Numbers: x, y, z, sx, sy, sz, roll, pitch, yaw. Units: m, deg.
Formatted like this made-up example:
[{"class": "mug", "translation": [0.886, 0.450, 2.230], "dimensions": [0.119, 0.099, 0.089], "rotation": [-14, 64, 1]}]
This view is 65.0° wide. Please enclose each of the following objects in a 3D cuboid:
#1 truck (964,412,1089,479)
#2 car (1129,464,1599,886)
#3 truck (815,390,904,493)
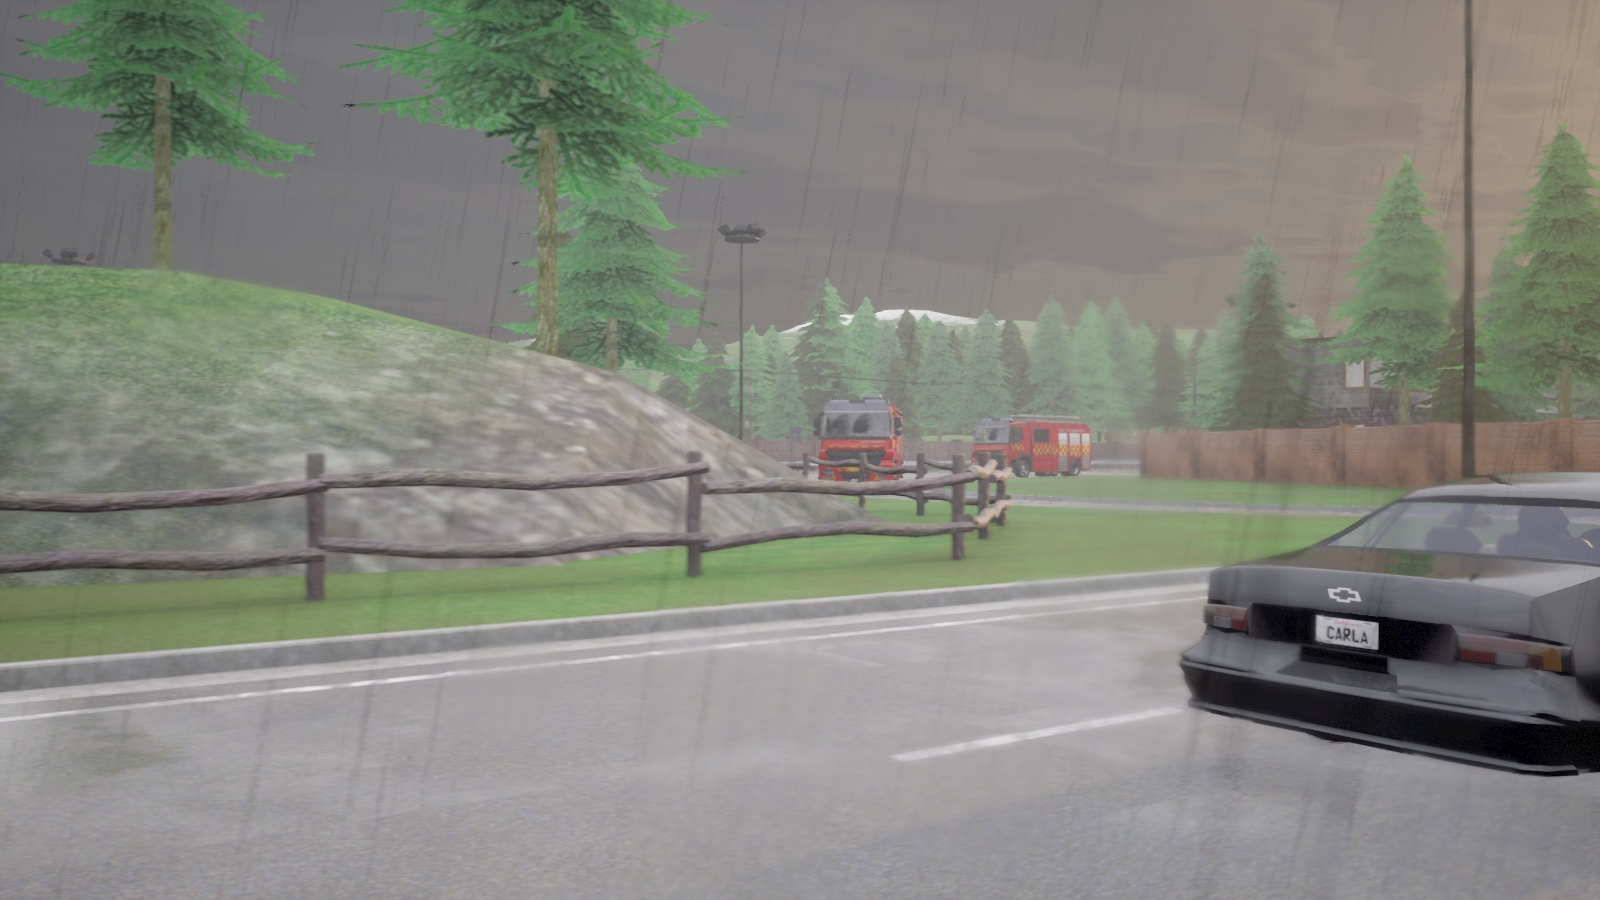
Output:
[{"class": "truck", "translation": [13.804, -0.260, 76.071], "dimensions": [8.468, 3.827, 2.891], "rotation": [0, 0, -43]}, {"class": "car", "translation": [4.352, 0.800, 6.701], "dimensions": [5.357, 1.411, 2.033], "rotation": [0, 0, -35]}, {"class": "truck", "translation": [2.562, -0.299, 51.179], "dimensions": [2.891, 3.827, 8.468], "rotation": [0, 0, 7]}]
